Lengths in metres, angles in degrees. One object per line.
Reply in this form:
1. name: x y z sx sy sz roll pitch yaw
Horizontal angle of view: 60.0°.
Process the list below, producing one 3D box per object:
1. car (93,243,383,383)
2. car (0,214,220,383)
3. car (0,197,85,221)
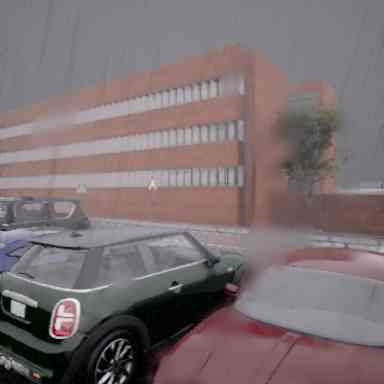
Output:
1. car: 1.607 1.474 3.852 2.097 1.535 5.008 0 0 35
2. car: -0.716 1.329 5.462 2.185 1.767 4.553 0 0 35
3. car: -5.316 1.165 8.742 2.435 2.045 5.566 0 0 35
